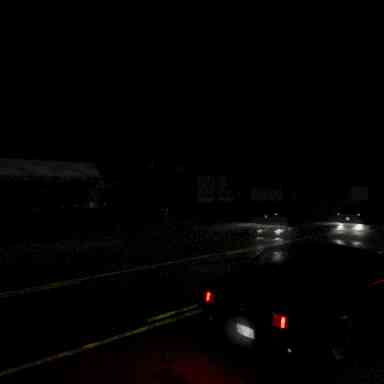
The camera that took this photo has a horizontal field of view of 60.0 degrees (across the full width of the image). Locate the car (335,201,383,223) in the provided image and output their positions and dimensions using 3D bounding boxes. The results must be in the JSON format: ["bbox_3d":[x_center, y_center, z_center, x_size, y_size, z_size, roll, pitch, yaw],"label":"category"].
[{"bbox_3d":[12.294,1.363,23.783,5.357,1.411,2.033,-1,0,-41],"label":"car"}]

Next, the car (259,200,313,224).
[{"bbox_3d":[6.738,1.384,23.626,4.892,1.490,1.837,0,0,-41],"label":"car"}]

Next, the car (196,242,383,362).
[{"bbox_3d":[2.422,1.564,5.914,4.718,1.301,1.895,-1,0,-40],"label":"car"}]
